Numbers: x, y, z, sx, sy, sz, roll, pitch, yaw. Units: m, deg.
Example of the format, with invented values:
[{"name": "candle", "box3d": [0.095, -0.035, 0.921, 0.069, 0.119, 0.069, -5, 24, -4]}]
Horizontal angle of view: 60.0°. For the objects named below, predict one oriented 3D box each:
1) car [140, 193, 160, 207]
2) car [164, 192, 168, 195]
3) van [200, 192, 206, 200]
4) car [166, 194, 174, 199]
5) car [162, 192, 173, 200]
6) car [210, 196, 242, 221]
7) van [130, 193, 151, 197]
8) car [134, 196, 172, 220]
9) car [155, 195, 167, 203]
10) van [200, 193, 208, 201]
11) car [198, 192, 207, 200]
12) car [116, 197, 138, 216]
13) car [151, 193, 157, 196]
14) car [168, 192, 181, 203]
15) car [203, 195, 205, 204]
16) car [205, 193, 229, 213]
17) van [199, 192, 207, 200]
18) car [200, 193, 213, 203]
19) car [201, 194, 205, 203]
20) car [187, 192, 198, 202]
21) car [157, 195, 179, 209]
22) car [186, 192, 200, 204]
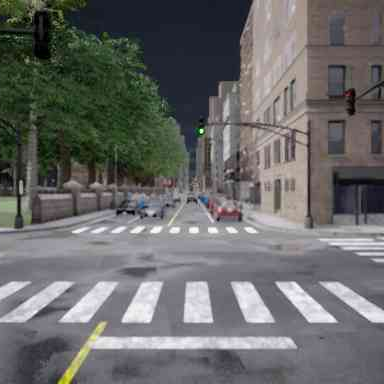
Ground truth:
[{"name": "car", "box3d": [-5.845, 1.111, 47.271, 2.192, 1.841, 5.009, 0, 0, 0]}, {"name": "car", "box3d": [-5.843, 1.190, 58.086, 1.967, 1.590, 4.097, 0, 0, 0]}, {"name": "van", "box3d": [2.683, 1.092, 58.071, 1.690, 1.788, 3.998, 0, 0, 0]}, {"name": "car", "box3d": [-5.837, 1.154, 90.530, 1.887, 1.381, 4.507, 0, 0, 0]}, {"name": "car", "box3d": [-5.839, 0.972, 79.714, 2.192, 1.841, 5.009, 0, 0, 0]}, {"name": "car", "box3d": [2.676, 1.330, 25.622, 1.967, 1.590, 4.097, 0, 0, 0]}, {"name": "van", "box3d": [-5.847, 1.184, 36.456, 1.690, 1.788, 3.998, 0, 0, 0]}, {"name": "car", "box3d": [-3.090, 1.371, 27.197, 2.128, 1.511, 4.902, 0, 1, 0]}, {"name": "car", "box3d": [-5.842, 1.272, 63.493, 1.887, 1.381, 4.507, 0, 0, 0]}, {"name": "van", "box3d": [2.686, 1.022, 74.296, 1.690, 1.788, 3.998, 0, 0, 0]}, {"name": "car", "box3d": [2.688, 0.949, 85.112, 2.192, 1.841, 5.009, 0, 0, 0]}, {"name": "car", "box3d": [-5.849, 1.432, 31.050, 1.947, 1.339, 4.313, 0, 0, 0]}, {"name": "car", "box3d": [-5.847, 1.259, 41.864, 1.967, 1.590, 4.097, 0, 0, 0]}, {"name": "car", "box3d": [-2.987, 1.230, 61.205, 1.882, 1.535, 5.008, 0, 0, 0]}, {"name": "car", "box3d": [2.679, 1.365, 41.847, 1.887, 1.381, 4.507, 0, 0, 0]}, {"name": "car", "box3d": [2.677, 1.181, 31.030, 2.192, 1.841, 5.009, 0, 0, 0]}, {"name": "van", "box3d": [2.687, 0.999, 79.703, 1.690, 1.788, 3.998, 0, 0, 0]}, {"name": "car", "box3d": [2.684, 1.042, 63.479, 2.192, 1.841, 5.009, 0, 0, 0]}, {"name": "car", "box3d": [2.680, 1.379, 47.256, 1.802, 1.307, 4.206, 0, 0, 0]}, {"name": "car", "box3d": [0.015, 0.955, 67.083, 2.150, 2.045, 5.566, 0, 0, 0]}, {"name": "car", "box3d": [-3.077, 1.382, 41.794, 1.994, 1.385, 4.181, 0, 0, 0]}, {"name": "car", "box3d": [0.013, 1.261, 56.635, 1.837, 1.490, 4.892, 0, 0, 0]}]
